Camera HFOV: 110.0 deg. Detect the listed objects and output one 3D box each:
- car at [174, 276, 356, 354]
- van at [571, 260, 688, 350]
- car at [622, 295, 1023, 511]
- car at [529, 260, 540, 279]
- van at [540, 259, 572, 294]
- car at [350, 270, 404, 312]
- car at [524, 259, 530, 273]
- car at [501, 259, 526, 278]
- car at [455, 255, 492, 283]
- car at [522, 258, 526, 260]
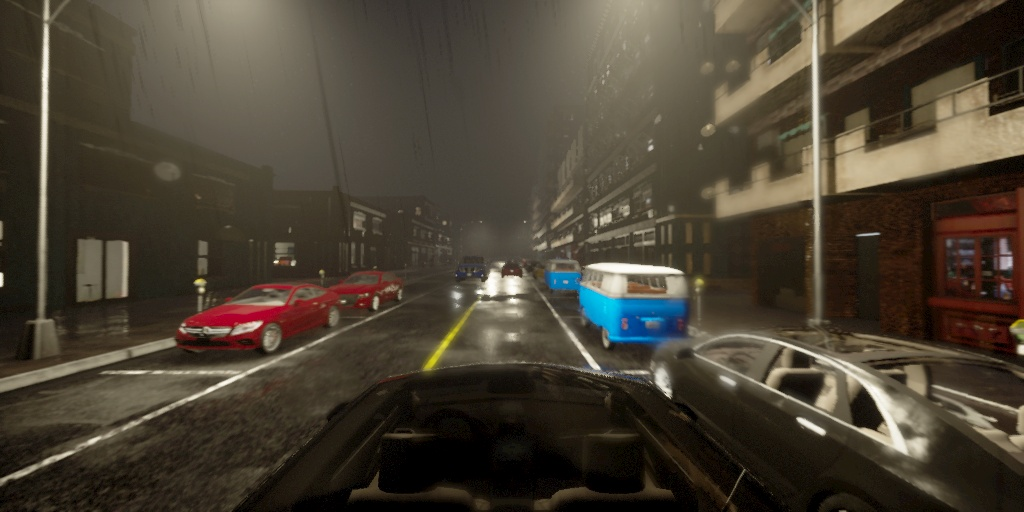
[{"bbox_3d":[-5.692,1.325,8.704,1.802,1.307,4.207,0,0,0],"label":"car"},{"bbox_3d":[2.689,1.085,8.742,1.690,1.789,3.998,0,0,0],"label":"van"},{"bbox_3d":[2.691,1.299,3.163,2.007,1.370,4.403,0,0,0],"label":"car"},{"bbox_3d":[2.680,1.244,31.236,1.751,1.417,4.829,0,0,0],"label":"car"},{"bbox_3d":[2.685,1.074,19.905,1.690,1.789,3.998,0,0,0],"label":"van"},{"bbox_3d":[-5.694,1.283,14.285,1.888,1.381,4.507,0,0,0],"label":"car"},{"bbox_3d":[2.676,1.268,42.228,1.948,1.339,4.313,0,0,0],"label":"car"},{"bbox_3d":[-0.003,1.280,33.461,1.994,1.385,4.181,0,0,0],"label":"car"},{"bbox_3d":[-3.010,0.940,28.004,2.150,2.045,5.566,0,0,0],"label":"car"},{"bbox_3d":[2.674,1.258,47.809,1.948,1.339,4.313,0,0,0],"label":"car"}]
